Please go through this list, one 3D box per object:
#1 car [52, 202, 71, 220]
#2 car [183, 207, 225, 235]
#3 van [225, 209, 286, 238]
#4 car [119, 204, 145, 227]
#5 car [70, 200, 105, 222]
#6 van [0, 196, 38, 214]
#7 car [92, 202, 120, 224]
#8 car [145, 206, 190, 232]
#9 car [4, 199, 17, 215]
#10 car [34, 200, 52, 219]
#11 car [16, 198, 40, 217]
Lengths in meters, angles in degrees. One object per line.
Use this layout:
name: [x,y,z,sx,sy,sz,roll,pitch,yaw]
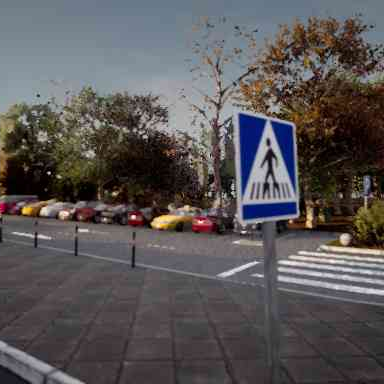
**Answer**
car: [-9.441,1.567,29.505,2.185,1.767,4.553,0,0,35]
car: [1.864,1.815,21.459,2.163,1.488,4.792,0,0,35]
van: [4.040,1.579,19.730,1.878,1.987,4.442,0,0,35]
car: [-2.660,1.777,24.677,2.163,1.488,4.792,0,0,35]
car: [-7.195,1.711,27.875,2.097,1.535,5.008,0,0,35]
van: [-18.438,1.397,36.010,1.878,1.987,4.442,0,0,35]
car: [-4.941,1.730,26.257,2.231,1.521,4.892,0,0,35]
car: [-0.524,1.764,22.893,1.946,1.575,5.366,0,0,35]
car: [-16.248,1.680,34.305,2.002,1.452,4.674,0,0,35]
car: [-11.723,1.715,31.087,2.002,1.452,4.674,0,0,35]
car: [-13.986,1.657,32.693,2.097,1.535,5.008,0,0,35]
